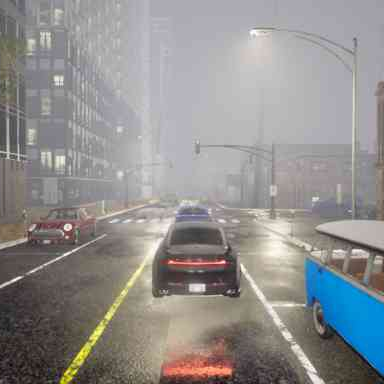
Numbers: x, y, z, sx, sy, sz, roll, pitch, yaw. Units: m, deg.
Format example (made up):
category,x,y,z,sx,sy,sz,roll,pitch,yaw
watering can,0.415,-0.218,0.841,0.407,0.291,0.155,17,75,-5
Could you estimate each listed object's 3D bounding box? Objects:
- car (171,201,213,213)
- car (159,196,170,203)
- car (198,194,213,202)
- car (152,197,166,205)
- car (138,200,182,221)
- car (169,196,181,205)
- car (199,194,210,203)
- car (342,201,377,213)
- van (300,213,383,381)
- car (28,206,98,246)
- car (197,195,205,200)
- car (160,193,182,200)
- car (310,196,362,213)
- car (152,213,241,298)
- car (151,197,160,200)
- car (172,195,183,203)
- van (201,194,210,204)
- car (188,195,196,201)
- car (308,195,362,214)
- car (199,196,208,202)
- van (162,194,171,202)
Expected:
category,x,y,z,sx,sy,sz,roll,pitch,yaw
car,0.068,1.472,17.982,1.882,1.535,5.008,0,0,0
car,-5.757,1.549,69.966,1.947,1.339,4.313,-1,0,0
car,2.602,1.425,58.633,1.967,1.590,4.097,-1,0,0
car,-5.743,1.551,58.677,1.947,1.339,4.313,-1,0,0
car,-2.634,1.593,27.288,1.895,1.301,4.718,0,0,18
car,-3.145,1.462,61.105,1.882,1.535,5.008,0,0,0
car,2.586,1.298,69.921,2.192,1.841,5.009,-1,0,0
car,16.379,1.793,29.985,4.313,1.339,1.947,1,0,1
van,2.669,1.340,4.013,1.690,1.788,3.998,-1,0,0
car,-5.723,1.436,15.086,1.967,1.590,4.097,-1,0,0
car,2.562,1.531,92.498,2.008,1.369,4.403,-1,0,0
car,-3.164,1.208,51.213,2.150,2.045,5.566,0,0,1
car,16.477,1.411,38.362,5.009,1.841,2.192,1,0,1
car,0.087,1.502,8.495,1.837,1.490,4.892,0,0,0
car,-5.907,1.512,52.863,1.752,1.417,4.829,-1,0,0
car,-3.089,1.508,71.377,2.128,1.511,4.902,0,0,0
van,2.594,1.325,64.278,1.690,1.788,3.998,-1,0,0
car,-0.100,1.481,79.560,1.837,1.490,4.892,0,0,0
car,15.495,1.343,35.777,5.566,2.045,2.150,0,1,1
car,2.584,1.564,75.565,1.802,1.307,4.206,-1,0,0
van,-5.767,1.323,75.610,1.690,1.788,3.998,-1,0,0
